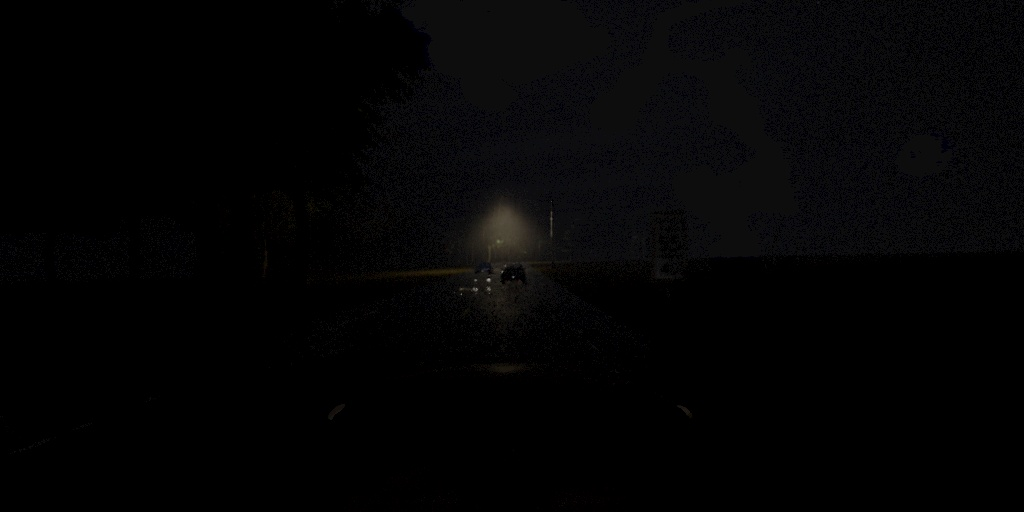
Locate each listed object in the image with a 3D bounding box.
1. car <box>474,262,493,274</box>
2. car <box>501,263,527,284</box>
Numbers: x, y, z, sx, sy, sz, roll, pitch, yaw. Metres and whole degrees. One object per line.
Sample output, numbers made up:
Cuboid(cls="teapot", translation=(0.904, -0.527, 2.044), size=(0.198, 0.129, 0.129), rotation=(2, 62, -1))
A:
Cuboid(cls="car", translation=(-3.323, 1.415, 42.871), size=(1.812, 1.442, 4.674), rotation=(-1, 0, 0))
Cuboid(cls="car", translation=(0.121, 1.333, 28.445), size=(2.128, 1.511, 4.902), rotation=(-1, 0, 1))
